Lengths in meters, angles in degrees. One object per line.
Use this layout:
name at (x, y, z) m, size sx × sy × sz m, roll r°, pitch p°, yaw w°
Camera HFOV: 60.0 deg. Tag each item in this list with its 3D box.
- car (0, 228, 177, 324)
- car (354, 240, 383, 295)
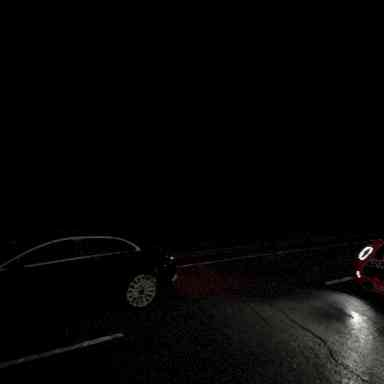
car at (-2.617, 1.477, 6.270) m, size 4.902 × 1.511 × 2.128 m, roll 0°, pitch 0°, yaw -34°
car at (5.821, 1.338, 7.587) m, size 4.553 × 1.767 × 2.097 m, roll 0°, pitch 0°, yaw -31°
